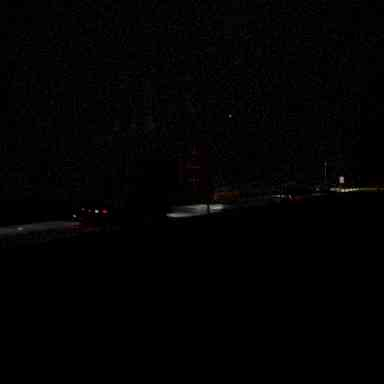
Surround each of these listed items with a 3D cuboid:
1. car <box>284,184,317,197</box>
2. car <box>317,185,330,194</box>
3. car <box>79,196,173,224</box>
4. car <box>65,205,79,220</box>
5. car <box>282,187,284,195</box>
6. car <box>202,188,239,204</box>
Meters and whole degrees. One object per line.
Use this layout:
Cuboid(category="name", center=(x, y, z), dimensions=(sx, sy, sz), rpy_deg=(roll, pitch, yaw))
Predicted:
Cuboid(category="car", center=(14.436, -0.216, 44.036), dimensions=(2.128, 1.511, 4.902), rpy_deg=(0, 2, 36))
Cuboid(category="car", center=(20.366, -0.492, 52.471), dimensions=(1.994, 1.385, 4.181), rpy_deg=(0, 2, 35))
Cuboid(category="car", center=(-3.404, 0.953, 19.016), dimensions=(2.033, 1.411, 5.357), rpy_deg=(0, 2, 35))
Cuboid(category="car", center=(-5.509, 0.991, 20.973), dimensions=(1.895, 1.301, 4.718), rpy_deg=(0, 2, 35))
Cuboid(category="car", center=(14.704, -0.331, 49.252), dimensions=(1.837, 1.490, 4.892), rpy_deg=(0, 2, 35))
Cuboid(category="car", center=(2.860, 0.335, 32.748), dimensions=(1.882, 1.535, 5.008), rpy_deg=(0, 2, 35))
